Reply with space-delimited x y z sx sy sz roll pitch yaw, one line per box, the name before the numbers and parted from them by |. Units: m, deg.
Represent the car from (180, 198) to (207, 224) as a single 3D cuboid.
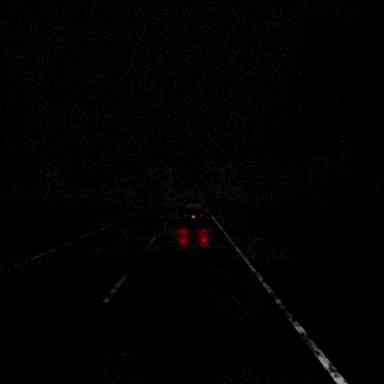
car | 0.084 1.417 23.778 1.812 1.442 4.674 0 0 0
